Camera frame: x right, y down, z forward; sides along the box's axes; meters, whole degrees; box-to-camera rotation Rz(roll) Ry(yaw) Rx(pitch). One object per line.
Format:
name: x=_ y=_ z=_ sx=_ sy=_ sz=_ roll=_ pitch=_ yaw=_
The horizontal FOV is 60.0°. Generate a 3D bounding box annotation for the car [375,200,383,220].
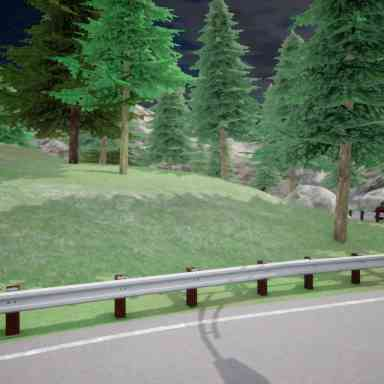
car: x=16.343 y=1.369 z=25.264 sx=2.097 sy=1.767 sz=4.553 roll=0 pitch=0 yaw=-19
